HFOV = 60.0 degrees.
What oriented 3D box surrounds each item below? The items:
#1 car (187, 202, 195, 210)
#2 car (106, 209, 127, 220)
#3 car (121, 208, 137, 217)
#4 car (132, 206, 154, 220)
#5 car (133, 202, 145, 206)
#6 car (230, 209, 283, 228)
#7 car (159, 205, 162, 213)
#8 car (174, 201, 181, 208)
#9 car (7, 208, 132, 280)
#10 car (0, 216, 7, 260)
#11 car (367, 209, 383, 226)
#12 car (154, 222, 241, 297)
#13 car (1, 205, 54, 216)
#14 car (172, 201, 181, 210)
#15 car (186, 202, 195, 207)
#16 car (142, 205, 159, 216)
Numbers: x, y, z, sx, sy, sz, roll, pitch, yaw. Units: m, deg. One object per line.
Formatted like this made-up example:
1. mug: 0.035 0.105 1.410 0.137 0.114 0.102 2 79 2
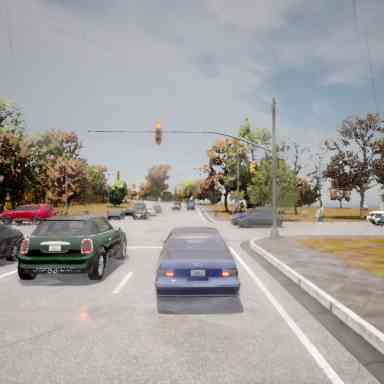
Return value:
1. car: -0.236 3.462 77.751 1.812 1.442 4.674 0 0 0
2. car: -10.776 3.205 47.570 2.033 1.411 5.357 0 -2 -3
3. car: -10.758 3.501 57.447 1.895 1.301 4.718 0 -1 0
4. car: -7.235 3.155 47.768 2.128 1.511 4.902 0 -2 1
5. car: -10.709 3.199 68.205 2.150 2.045 5.566 0 0 0
6. car: 5.741 2.427 29.118 4.181 1.385 1.994 0 -3 -7
7. car: -7.219 3.483 67.950 1.837 1.490 4.892 0 0 0
8. car: -3.860 3.243 87.838 1.837 1.490 4.892 0 0 -4
9. car: -3.448 1.485 10.487 2.097 1.767 4.553 0 -1 0
10. car: -6.969 1.651 10.200 1.812 1.442 4.674 0 -1 2
11. car: 18.952 2.386 29.861 4.902 1.511 2.128 0 -3 -3
12. car: 0.065 1.645 8.873 2.033 1.411 5.357 0 -1 -1
13. car: -16.859 2.331 34.453 5.566 2.045 2.150 0 -3 9
14. car: -3.736 3.533 77.806 1.895 1.301 4.718 0 0 0
15. car: -0.362 3.299 87.934 1.994 1.385 4.181 0 0 -4
16. car: -7.255 3.429 57.660 1.812 1.442 4.674 0 -1 0
